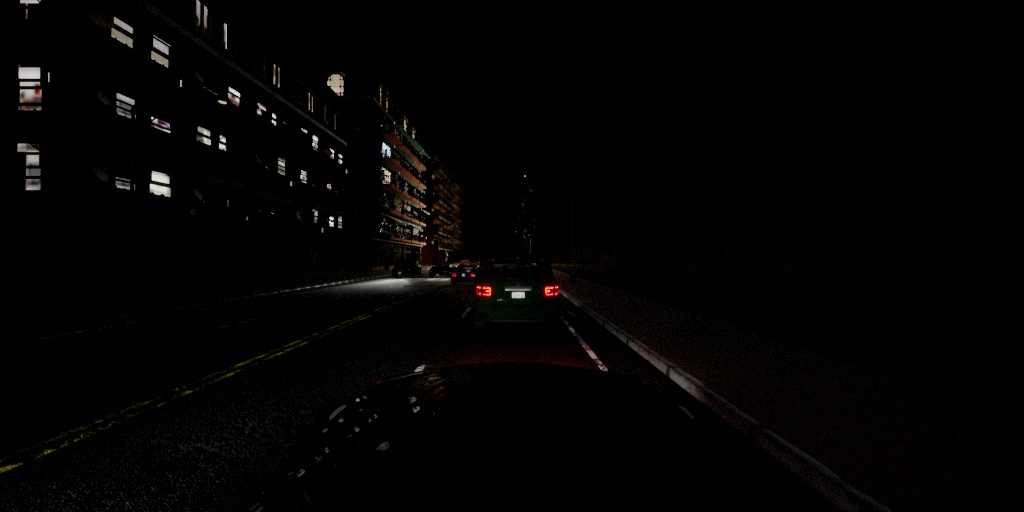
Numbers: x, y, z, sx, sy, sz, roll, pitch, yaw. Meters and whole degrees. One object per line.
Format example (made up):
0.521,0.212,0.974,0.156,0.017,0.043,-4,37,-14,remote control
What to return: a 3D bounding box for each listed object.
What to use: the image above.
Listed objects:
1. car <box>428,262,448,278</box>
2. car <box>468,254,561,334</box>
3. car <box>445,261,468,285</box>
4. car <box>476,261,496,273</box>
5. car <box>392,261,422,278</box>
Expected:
-6.593,1.301,34.371,2.033,1.411,5.357,0,0,0,car
0.104,0.973,10.765,2.150,2.045,5.566,0,0,-1,car
-3.144,1.301,25.814,2.033,1.411,5.357,0,0,0,car
-3.141,1.300,43.909,2.033,1.411,5.357,0,0,0,car
-9.844,1.245,33.871,2.128,1.511,4.902,0,0,0,car
